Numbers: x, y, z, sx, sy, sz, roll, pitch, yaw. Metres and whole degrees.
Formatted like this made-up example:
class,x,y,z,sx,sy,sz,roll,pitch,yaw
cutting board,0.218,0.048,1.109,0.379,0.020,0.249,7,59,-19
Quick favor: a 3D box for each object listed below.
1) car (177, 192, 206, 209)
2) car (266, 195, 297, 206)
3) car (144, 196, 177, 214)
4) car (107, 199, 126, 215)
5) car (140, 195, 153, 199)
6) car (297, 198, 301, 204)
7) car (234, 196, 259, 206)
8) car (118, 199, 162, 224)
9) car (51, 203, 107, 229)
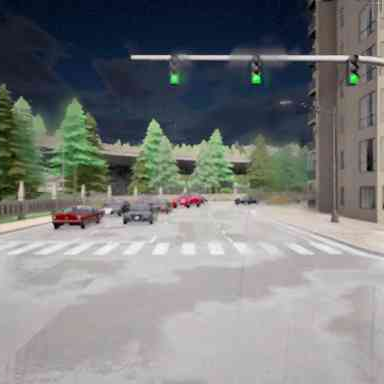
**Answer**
class,x,y,z,sx,sy,sz,roll,pitch,yaw
car,-0.574,1.048,43.754,2.150,2.045,5.566,0,0,24
car,13.455,1.239,51.007,5.008,1.535,1.882,0,0,-38
car,-3.119,1.433,33.369,1.994,1.385,4.181,0,0,6
car,-6.811,1.382,30.160,2.128,1.511,4.902,0,0,4
car,-5.403,1.205,40.080,2.097,1.767,4.553,0,0,16
car,16.528,1.296,57.062,4.181,1.385,1.994,0,0,-24
car,8.442,1.301,51.187,4.674,1.442,1.812,0,0,-42
car,-3.555,1.468,23.533,1.994,1.385,4.181,0,0,1
car,-7.098,1.524,21.038,1.895,1.301,4.718,0,0,0
